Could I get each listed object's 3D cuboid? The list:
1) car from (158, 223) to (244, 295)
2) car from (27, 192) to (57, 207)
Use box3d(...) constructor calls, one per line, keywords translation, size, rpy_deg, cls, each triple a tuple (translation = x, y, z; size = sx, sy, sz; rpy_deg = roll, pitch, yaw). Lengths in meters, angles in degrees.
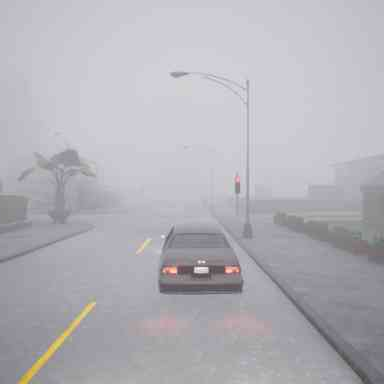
box3d(translation=(0.109, 1.547, 8.902), size=(2.033, 1.411, 5.357), rpy_deg=(0, 0, -2), cls="car")
box3d(translation=(-19.782, 0.986, 43.806), size=(1.905, 1.878, 3.866), rpy_deg=(0, 0, 35), cls="car")
